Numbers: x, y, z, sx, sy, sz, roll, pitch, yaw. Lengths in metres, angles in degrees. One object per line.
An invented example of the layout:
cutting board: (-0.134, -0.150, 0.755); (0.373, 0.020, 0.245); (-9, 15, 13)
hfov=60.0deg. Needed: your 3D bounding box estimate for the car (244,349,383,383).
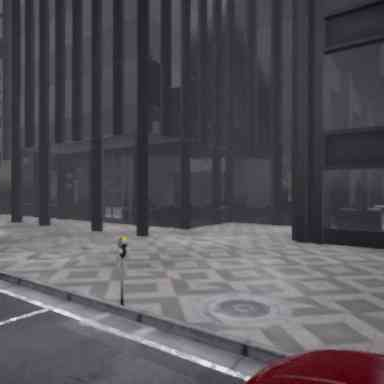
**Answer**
car: (2.239, 1.546, 1.364); (4.507, 1.381, 1.887); (0, 0, 36)
